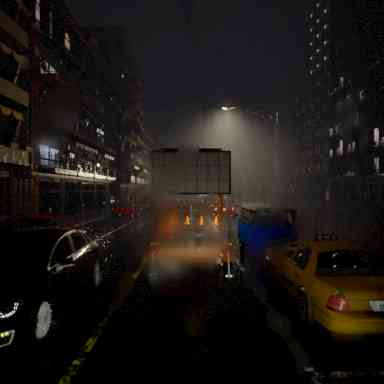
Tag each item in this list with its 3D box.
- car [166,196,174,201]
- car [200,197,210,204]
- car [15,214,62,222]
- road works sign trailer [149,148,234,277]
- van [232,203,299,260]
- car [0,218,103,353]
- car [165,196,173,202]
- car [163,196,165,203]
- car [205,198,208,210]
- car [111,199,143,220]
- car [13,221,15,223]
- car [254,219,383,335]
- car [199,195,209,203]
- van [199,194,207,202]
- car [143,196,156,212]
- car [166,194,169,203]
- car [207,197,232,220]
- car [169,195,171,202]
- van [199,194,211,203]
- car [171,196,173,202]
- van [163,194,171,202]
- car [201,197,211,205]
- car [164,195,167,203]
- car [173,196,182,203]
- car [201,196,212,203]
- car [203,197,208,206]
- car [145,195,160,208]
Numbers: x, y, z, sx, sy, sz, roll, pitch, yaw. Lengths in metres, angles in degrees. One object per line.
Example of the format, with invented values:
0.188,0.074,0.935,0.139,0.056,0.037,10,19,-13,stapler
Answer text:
-5.865,1.737,89.583,1.802,1.307,4.206,0,0,0,car
2.557,1.665,67.493,1.947,1.339,4.313,0,0,0,car
-5.718,1.554,12.210,1.887,1.381,4.507,0,0,0,car
-0.020,0.472,10.220,2.380,3.560,2.880,0,0,0,road works sign trailer
2.661,1.350,12.226,1.690,1.788,3.998,0,0,0,van
-3.113,1.509,6.427,1.837,1.490,4.892,0,0,0,car
-5.855,1.722,84.056,1.802,1.307,4.206,0,0,0,car
-5.791,1.616,50.897,2.008,1.369,4.403,0,0,0,car
2.619,1.564,34.503,1.752,1.417,4.829,0,0,0,car
-5.750,1.575,28.791,1.887,1.381,4.507,0,0,0,car
-5.707,1.530,6.514,1.752,1.417,4.829,0,0,0,car
2.673,1.530,6.870,1.752,1.417,4.829,0,0,0,car
2.546,1.552,73.019,1.967,1.590,4.097,0,0,0,car
2.534,1.467,78.547,1.690,1.788,3.998,0,0,0,van
-5.771,1.572,39.675,1.752,1.417,4.829,0,0,0,car
-5.813,1.527,61.950,1.967,1.590,4.097,0,0,0,car
2.630,1.470,28.806,1.967,1.590,4.097,0,0,0,car
-5.823,1.665,67.477,1.947,1.339,4.313,0,0,0,car
2.577,1.417,56.440,1.690,1.788,3.998,0,0,0,van
-5.834,1.657,73.003,1.887,1.381,4.507,0,0,0,car
-5.846,1.467,78.531,1.690,1.788,3.998,0,0,0,van
2.567,1.613,62.135,1.752,1.417,4.829,0,0,0,car
-5.802,1.626,56.424,2.008,1.369,4.403,0,0,0,car
-3.143,1.645,75.919,1.812,1.442,4.674,0,0,0,car
2.599,1.638,45.386,1.802,1.307,4.206,0,0,0,car
2.609,1.628,39.860,1.802,1.307,4.206,0,0,0,car
-5.783,1.371,45.371,2.192,1.841,5.009,0,0,0,car
